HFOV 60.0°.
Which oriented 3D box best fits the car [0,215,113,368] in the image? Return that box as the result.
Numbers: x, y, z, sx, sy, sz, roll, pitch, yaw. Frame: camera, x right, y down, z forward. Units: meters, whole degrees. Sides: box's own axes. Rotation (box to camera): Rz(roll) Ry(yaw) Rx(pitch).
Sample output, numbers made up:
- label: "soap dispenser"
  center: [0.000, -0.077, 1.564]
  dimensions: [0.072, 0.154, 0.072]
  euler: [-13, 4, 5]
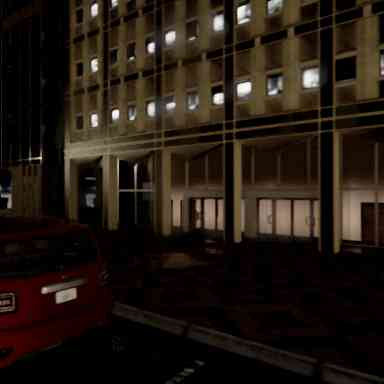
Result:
- label: "car"
  center: [-3.433, 1.303, 5.329]
  dimensions: [5.009, 1.841, 2.192]
  euler: [0, 0, 36]
